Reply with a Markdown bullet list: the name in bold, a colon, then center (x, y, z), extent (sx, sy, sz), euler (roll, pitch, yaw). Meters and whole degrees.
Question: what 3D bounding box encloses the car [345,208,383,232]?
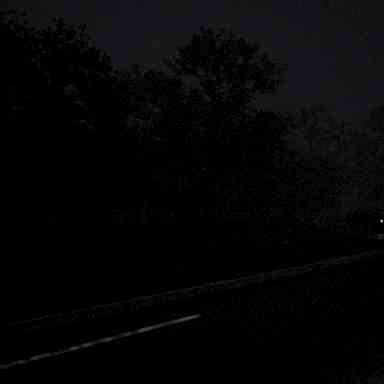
- **car**: center (11.553, 1.731, 21.016), extent (1.895, 1.301, 4.718), euler (0, 0, 1)
